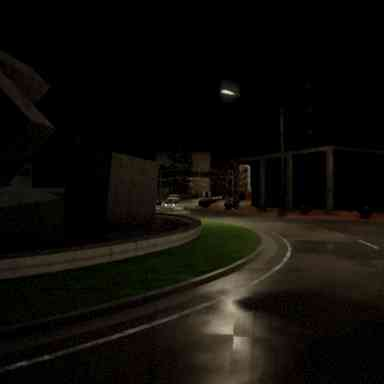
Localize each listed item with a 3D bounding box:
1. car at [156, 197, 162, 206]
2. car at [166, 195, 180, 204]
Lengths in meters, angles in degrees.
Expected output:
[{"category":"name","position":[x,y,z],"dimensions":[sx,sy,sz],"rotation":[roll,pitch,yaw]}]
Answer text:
[{"category":"car","position":[-6.982,1.706,59.142],"dimensions":[2.097,1.767,4.553],"rotation":[0,0,13]},{"category":"car","position":[-4.201,1.661,73.793],"dimensions":[2.150,2.045,5.566],"rotation":[0,0,10]}]
